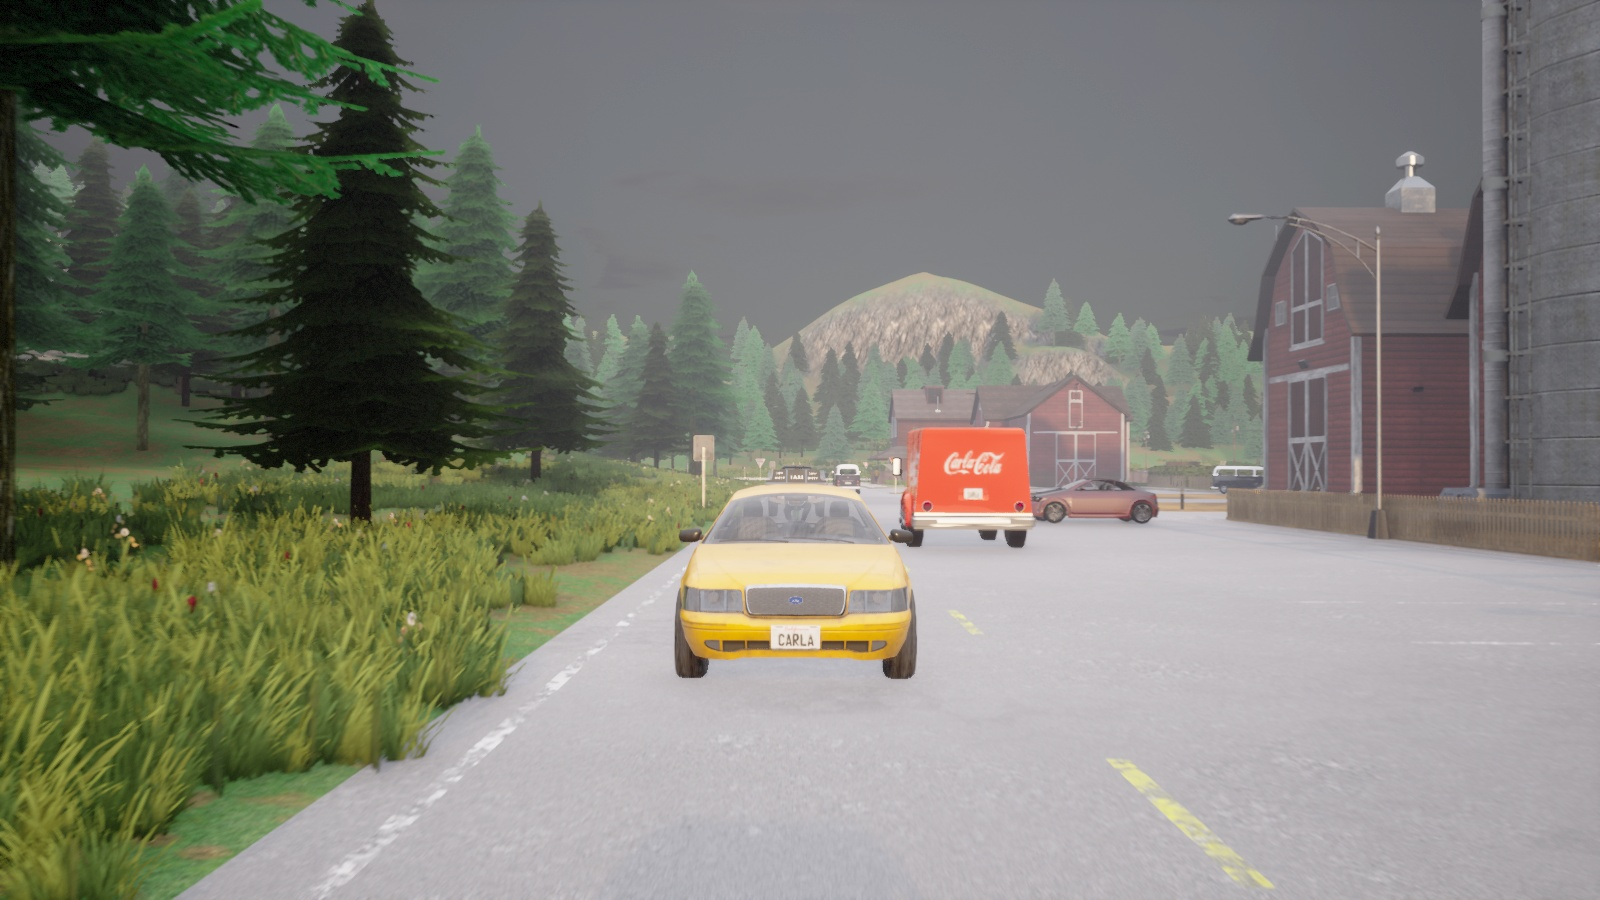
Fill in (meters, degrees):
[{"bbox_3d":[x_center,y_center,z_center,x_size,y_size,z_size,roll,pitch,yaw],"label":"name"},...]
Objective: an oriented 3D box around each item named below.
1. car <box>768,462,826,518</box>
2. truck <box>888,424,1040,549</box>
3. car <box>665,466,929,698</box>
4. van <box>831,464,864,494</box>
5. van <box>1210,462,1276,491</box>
[{"bbox_3d":[-0.107,1.367,43.899,1.932,1.855,4.605,0,-1,0],"label":"car"},{"bbox_3d":[3.431,0.775,27.505,2.627,2.467,5.204,0,-1,0],"label":"truck"},{"bbox_3d":[-0.028,0.942,11.255,1.801,1.575,5.366,0,-1,0],"label":"car"},{"bbox_3d":[3.286,1.997,87.739,2.069,2.038,4.480,0,-1,0],"label":"van"},{"bbox_3d":[32.244,1.928,91.442,4.480,2.038,2.069,0,-1,19],"label":"van"}]
